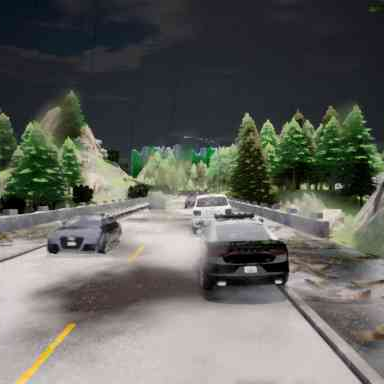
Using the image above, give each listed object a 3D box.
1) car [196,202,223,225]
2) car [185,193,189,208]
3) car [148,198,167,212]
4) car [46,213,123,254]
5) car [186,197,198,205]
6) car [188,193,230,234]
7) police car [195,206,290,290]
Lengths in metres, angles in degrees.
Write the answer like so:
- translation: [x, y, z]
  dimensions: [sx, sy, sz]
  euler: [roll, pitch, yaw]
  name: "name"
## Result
- translation: [1.224, 1.526, 25.149]
  dimensions: [1.812, 1.442, 4.674]
  euler: [0, 0, 0]
  name: "car"
- translation: [0.077, 1.352, 47.002]
  dimensions: [2.097, 1.767, 4.553]
  euler: [0, 0, 1]
  name: "car"
- translation: [-4.062, 1.506, 39.654]
  dimensions: [1.837, 1.490, 4.892]
  euler: [0, 0, 0]
  name: "car"
- translation: [-4.088, 1.564, 13.271]
  dimensions: [1.994, 1.385, 4.181]
  euler: [0, 0, 0]
  name: "car"
- translation: [0.056, 1.547, 58.401]
  dimensions: [2.033, 1.411, 5.357]
  euler: [0, 0, 0]
  name: "car"
- translation: [1.088, 1.173, 19.167]
  dimensions: [2.150, 2.045, 5.566]
  euler: [-3, 0, 1]
  name: "car"
- translation: [1.174, 1.401, 9.267]
  dimensions: [1.930, 1.638, 5.238]
  euler: [-2, -1, 0]
  name: "police car"
